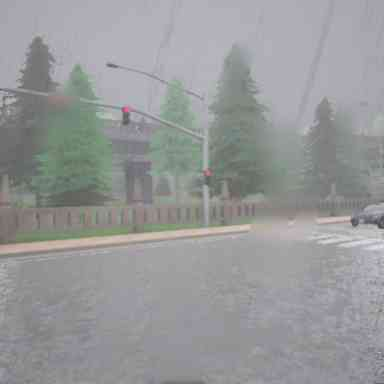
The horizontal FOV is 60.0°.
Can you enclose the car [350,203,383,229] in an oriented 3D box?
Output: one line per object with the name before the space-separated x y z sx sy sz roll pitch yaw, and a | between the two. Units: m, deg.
car | 11.990 1.444 21.100 4.674 1.442 1.812 0 0 -34
